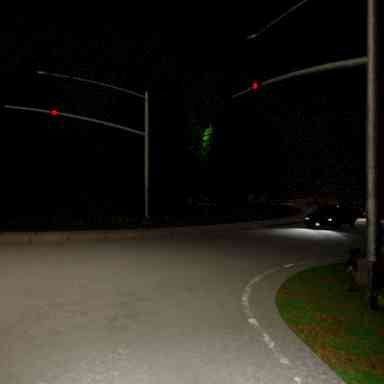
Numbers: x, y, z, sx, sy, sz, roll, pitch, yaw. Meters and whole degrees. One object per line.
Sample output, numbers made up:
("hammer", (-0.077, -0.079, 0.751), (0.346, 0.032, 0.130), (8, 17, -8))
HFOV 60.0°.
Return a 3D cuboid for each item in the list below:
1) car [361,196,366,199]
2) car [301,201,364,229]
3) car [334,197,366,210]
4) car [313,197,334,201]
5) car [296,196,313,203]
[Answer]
("car", (20.168, 1.325, 39.901), (2.097, 1.767, 4.553), (0, 0, 8))
("car", (9.168, 1.521, 21.629), (2.033, 1.411, 5.357), (0, 0, 41))
("car", (14.341, 1.478, 30.425), (1.837, 1.490, 4.892), (0, 0, 20))
("car", (16.655, 1.451, 40.486), (1.882, 1.535, 5.008), (0, 0, 8))
("car", (19.575, 1.451, 56.096), (1.882, 1.535, 5.008), (0, 0, -16))
